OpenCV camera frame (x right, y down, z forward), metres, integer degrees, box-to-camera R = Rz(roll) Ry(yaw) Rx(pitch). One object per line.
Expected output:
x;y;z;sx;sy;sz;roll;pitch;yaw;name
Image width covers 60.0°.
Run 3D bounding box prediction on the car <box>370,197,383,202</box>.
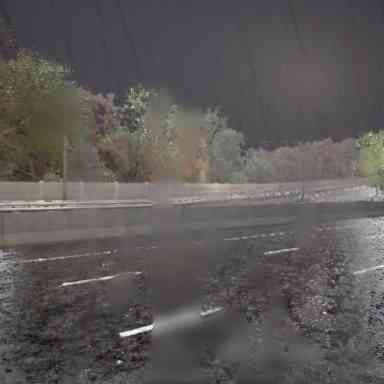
32.209;1.623;56.948;4.674;1.442;1.812;0;0;-35;car
